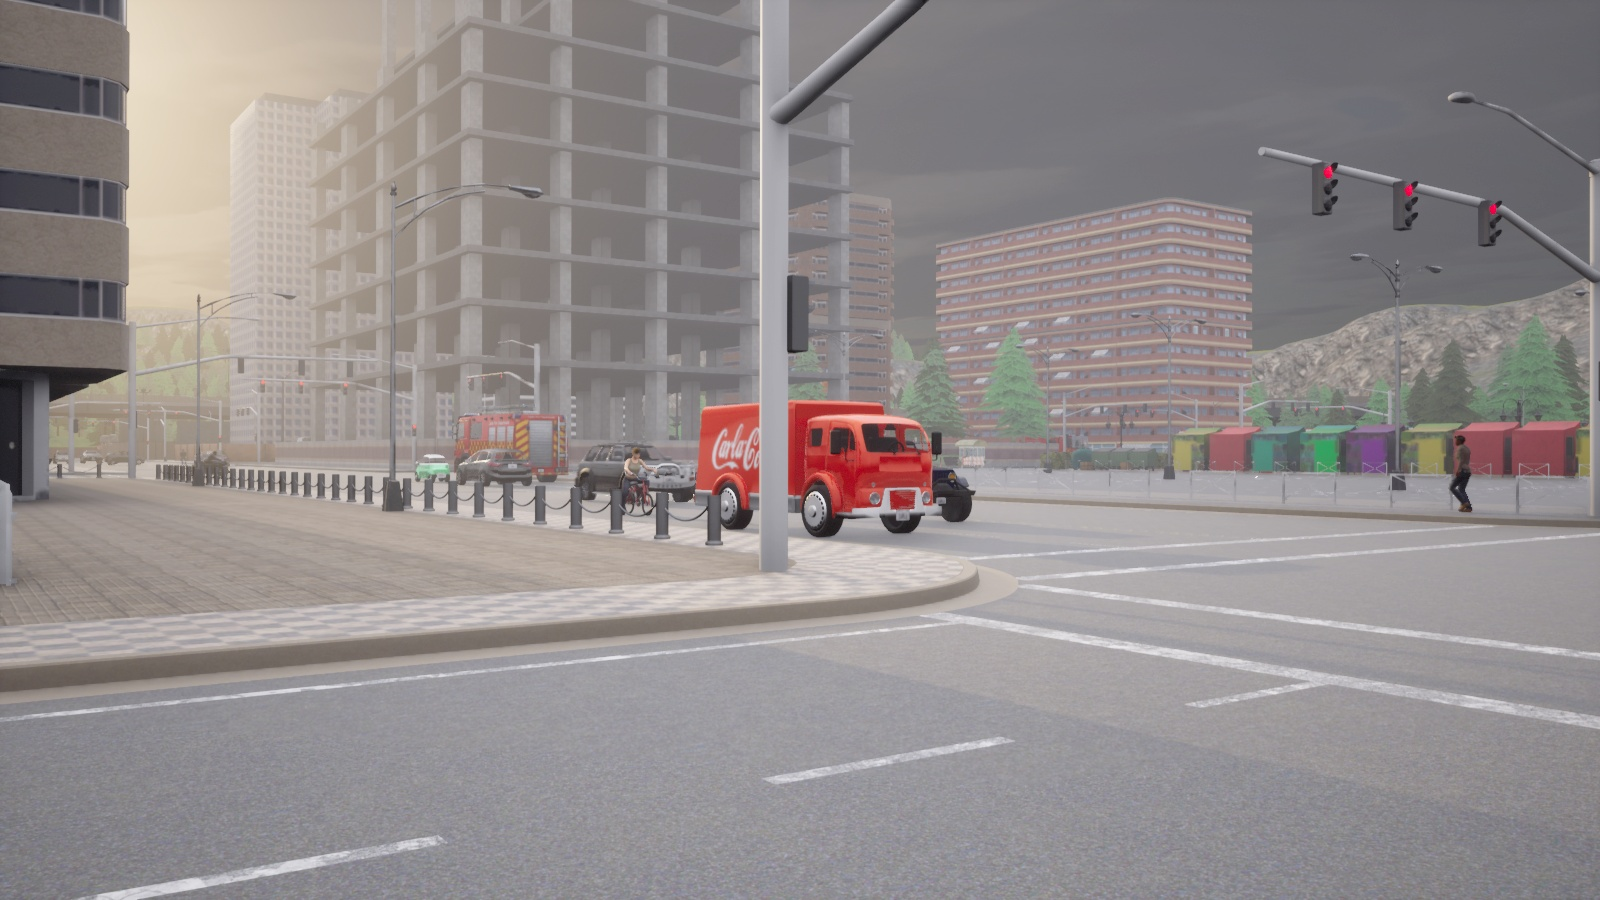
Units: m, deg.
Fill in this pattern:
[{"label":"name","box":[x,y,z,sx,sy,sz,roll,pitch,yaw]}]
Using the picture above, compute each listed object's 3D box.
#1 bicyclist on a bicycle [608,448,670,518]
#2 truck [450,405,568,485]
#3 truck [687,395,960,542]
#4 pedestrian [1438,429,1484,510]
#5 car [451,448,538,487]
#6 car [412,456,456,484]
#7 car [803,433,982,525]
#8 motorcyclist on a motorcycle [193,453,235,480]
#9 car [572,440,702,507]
[{"label":"bicyclist on a bicycle","box":[-3.851,0.762,29.902,0.866,1.612,1.509,0,0,-35]},{"label":"truck","box":[-14.961,-0.232,64.075,2.891,3.827,8.468,0,0,-35]},{"label":"truck","box":[0.298,0.316,23.968,2.627,2.467,5.204,0,0,-35]},{"label":"pedestrian","box":[15.118,0.440,28.713,0.328,1.805,0.869,0,0,-36]},{"label":"car","box":[-13.688,0.755,56.158,2.242,1.667,4.611,0,0,-35]},{"label":"car","box":[-18.258,0.991,62.681,1.481,1.376,2.207,0,0,-35]},{"label":"car","box":[1.961,0.604,27.694,1.905,1.878,3.866,0,0,-35]},{"label":"motorcyclist on a motorcycle","box":[-33.614,0.945,72.055,2.044,1.523,0.797,0,0,-36]},{"label":"car","box":[-4.932,0.663,37.548,1.932,1.855,4.605,0,0,-35]}]
